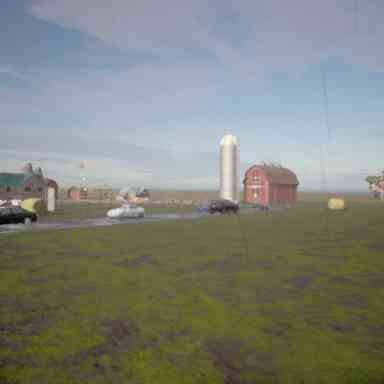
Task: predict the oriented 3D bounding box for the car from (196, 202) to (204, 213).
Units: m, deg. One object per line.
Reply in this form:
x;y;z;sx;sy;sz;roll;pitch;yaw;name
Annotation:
2.967;2.104;50.134;2.150;2.045;5.566;0;-1;37;car

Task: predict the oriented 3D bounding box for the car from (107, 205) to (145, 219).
-7.142;2.147;36.567;1.812;1.442;4.674;0;-1;36;car

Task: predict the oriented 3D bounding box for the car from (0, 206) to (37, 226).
-14.817;1.911;26.163;1.882;1.535;5.008;0;-1;35;car

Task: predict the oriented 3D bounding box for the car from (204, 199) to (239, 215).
4.546;2.095;47.372;2.150;2.045;5.566;0;-1;36;car

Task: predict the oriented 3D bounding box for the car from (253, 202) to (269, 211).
12.231;2.589;58.507;1.837;1.490;4.892;0;-1;28;car
